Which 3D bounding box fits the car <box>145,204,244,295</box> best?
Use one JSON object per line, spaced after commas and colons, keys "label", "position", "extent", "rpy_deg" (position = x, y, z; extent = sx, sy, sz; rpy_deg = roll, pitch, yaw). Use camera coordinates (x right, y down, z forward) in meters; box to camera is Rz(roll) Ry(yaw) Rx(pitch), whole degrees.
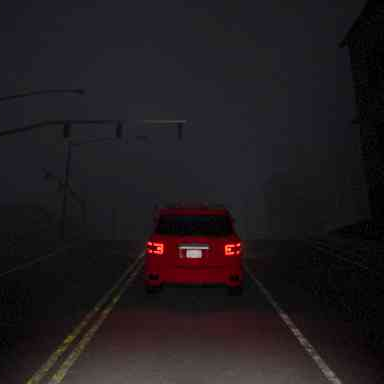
{"label": "car", "position": [0.069, 1.346, 9.221], "extent": [2.150, 2.045, 5.566], "rpy_deg": [1, -1, 1]}
